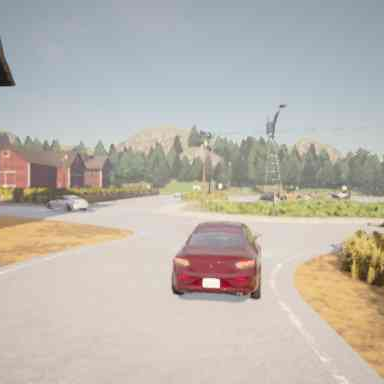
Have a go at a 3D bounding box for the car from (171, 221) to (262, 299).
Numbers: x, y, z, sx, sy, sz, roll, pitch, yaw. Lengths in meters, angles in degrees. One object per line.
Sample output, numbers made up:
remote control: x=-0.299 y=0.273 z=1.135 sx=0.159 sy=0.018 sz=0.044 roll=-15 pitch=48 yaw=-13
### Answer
car: x=0.729 y=1.435 z=8.203 sx=1.812 sy=1.442 sz=4.674 roll=0 pitch=1 yaw=10

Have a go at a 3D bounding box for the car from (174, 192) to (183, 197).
car: x=-3.281 y=0.681 z=83.561 sx=1.895 sy=1.301 sz=4.718 roll=0 pitch=1 yaw=3

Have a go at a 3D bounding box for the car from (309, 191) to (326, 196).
car: x=31.798 y=0.585 z=84.114 sx=4.193 sy=1.474 sz=1.816 roll=0 pitch=1 yaw=3

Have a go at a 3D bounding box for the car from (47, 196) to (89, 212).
car: x=-11.805 y=1.090 z=31.611 sx=4.674 sy=1.442 sz=1.812 roll=1 pitch=1 yaw=34

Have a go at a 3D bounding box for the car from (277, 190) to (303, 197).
car: x=17.984 y=0.641 z=61.080 sx=4.605 sy=1.855 sz=1.932 roll=0 pitch=1 yaw=3

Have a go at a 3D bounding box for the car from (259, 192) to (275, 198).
car: x=12.644 y=0.928 z=56.579 sx=2.033 sy=1.411 sz=5.357 roll=0 pitch=1 yaw=16

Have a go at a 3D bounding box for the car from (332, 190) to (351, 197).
car: x=31.715 y=0.540 z=70.618 sx=3.866 sy=1.878 sz=1.905 roll=0 pitch=1 yaw=3

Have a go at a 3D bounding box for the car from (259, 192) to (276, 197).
car: x=18.890 y=0.606 z=83.543 sx=3.905 sy=1.438 sz=1.784 roll=0 pitch=1 yaw=3
